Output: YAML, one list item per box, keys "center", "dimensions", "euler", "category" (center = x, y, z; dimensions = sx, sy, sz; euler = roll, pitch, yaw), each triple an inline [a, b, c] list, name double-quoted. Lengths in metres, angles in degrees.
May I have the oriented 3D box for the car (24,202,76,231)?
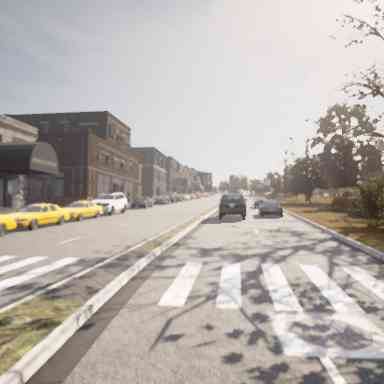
- center: [-9.564, 1.407, 20.564]
  dimensions: [1.946, 1.575, 5.366]
  euler: [0, 0, 8]
  category: "car"

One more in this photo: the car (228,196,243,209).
- center: [5.921, 1.344, 44.642]
  dimensions: [1.837, 1.490, 4.892]
  euler: [0, 1, 9]
  category: "car"

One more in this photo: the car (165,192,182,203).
- center: [-3.936, 1.012, 59.112]
  dimensions: [2.435, 2.045, 5.566]
  euler: [0, 0, 8]
  category: "car"

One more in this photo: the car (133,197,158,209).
- center: [-6.334, 1.355, 42.709]
  dimensions: [2.163, 1.488, 4.792]
  euler: [0, 0, 8]
  category: "car"

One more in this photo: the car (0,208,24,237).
- center: [-10.372, 1.431, 15.100]
  dimensions: [1.946, 1.575, 5.366]
  euler: [0, 0, 8]
  category: "car"

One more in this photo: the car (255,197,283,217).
- center: [7.070, 1.445, 30.226]
  dimensions: [1.994, 1.385, 4.181]
  euler: [0, 0, 8]
  category: "car"

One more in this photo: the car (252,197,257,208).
- center: [9.178, 1.349, 44.343]
  dimensions: [1.812, 1.442, 4.674]
  euler: [0, 0, 9]
  category: "car"

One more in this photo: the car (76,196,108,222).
- center: [-8.766, 1.386, 26.030]
  dimensions: [1.946, 1.575, 5.366]
  euler: [0, 0, 8]
  category: "car"

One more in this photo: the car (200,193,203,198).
- center: [0.835, 0.887, 91.791]
  dimensions: [2.435, 2.045, 5.566]
  euler: [0, 0, 8]
  category: "car"

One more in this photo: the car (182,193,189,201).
- center: [-2.629, 1.229, 68.443]
  dimensions: [2.231, 1.521, 4.892]
  euler: [0, 0, 9]
  category: "car"

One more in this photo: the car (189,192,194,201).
- center: [-1.581, 1.198, 75.234]
  dimensions: [1.946, 1.575, 5.366]
  euler: [0, 0, 8]
  category: "car"

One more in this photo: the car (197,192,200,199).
- center: [0.015, 1.157, 86.169]
  dimensions: [1.946, 1.575, 5.366]
  euler: [0, 0, 8]
  category: "car"

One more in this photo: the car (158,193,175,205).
- center: [-4.728, 1.285, 53.680]
  dimensions: [2.231, 1.521, 4.892]
  euler: [0, 0, 8]
  category: "car"

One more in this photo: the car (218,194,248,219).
- center: [3.400, 1.130, 27.671]
  dimensions: [2.150, 2.045, 5.566]
  euler: [0, 0, 9]
  category: "car"

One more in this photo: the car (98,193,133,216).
- center: [-7.925, 1.116, 31.777]
  dimensions: [2.435, 2.045, 5.566]
  euler: [0, 0, 8]
  category: "car"

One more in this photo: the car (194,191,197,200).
- center: [-0.752, 1.054, 80.915]
  dimensions: [2.185, 1.767, 4.553]
  euler: [0, 0, 8]
  category: "car"
